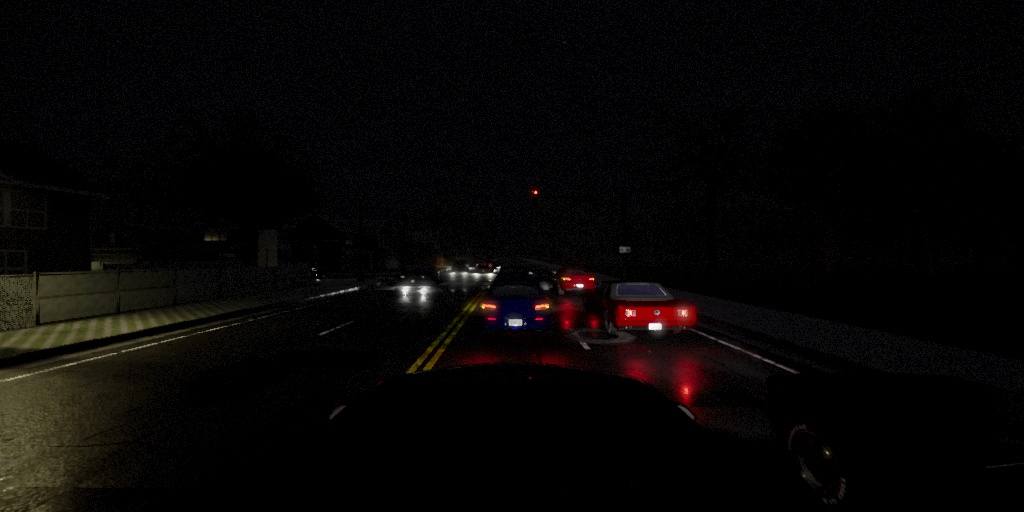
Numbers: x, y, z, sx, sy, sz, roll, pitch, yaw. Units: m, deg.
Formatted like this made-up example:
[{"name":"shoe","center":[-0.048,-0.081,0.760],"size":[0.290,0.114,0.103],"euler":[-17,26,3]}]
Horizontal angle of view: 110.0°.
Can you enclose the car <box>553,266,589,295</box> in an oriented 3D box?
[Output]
[{"name":"car","center":[3.319,1.276,19.651],"size":[1.812,1.442,4.674],"euler":[0,0,0]}]

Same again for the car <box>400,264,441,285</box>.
[{"name":"car","center":[-6.587,1.298,26.425],"size":[2.033,1.411,5.357],"euler":[0,0,0]}]

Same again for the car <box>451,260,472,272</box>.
[{"name":"car","center":[-6.572,1.245,45.811],"size":[1.837,1.490,4.892],"euler":[0,0,0]}]

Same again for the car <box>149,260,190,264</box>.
[{"name":"car","center":[-28.443,1.148,30.398],"size":[4.553,1.767,2.097],"euler":[0,0,0]}]

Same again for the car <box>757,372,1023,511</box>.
[{"name":"car","center":[3.348,1.351,1.375],"size":[1.895,1.301,4.718],"euler":[0,0,0]}]

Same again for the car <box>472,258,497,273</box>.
[{"name":"car","center":[-3.324,1.094,43.728],"size":[2.097,1.767,4.553],"euler":[0,0,0]}]

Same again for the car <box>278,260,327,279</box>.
[{"name":"car","center":[-18.198,1.131,30.372],"size":[4.553,1.767,2.097],"euler":[0,0,0]}]

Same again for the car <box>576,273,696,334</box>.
[{"name":"car","center":[3.340,1.351,10.543],"size":[1.895,1.301,4.718],"euler":[0,0,0]}]

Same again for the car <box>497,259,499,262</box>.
[{"name":"car","center":[-3.318,1.299,53.075],"size":[1.994,1.385,4.181],"euler":[0,0,0]}]

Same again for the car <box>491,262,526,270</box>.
[{"name":"car","center":[0.066,1.255,19.324],"size":[1.837,1.490,4.892],"euler":[0,0,0]}]

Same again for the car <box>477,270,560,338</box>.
[{"name":"car","center":[0.087,1.276,10.062],"size":[1.812,1.442,4.674],"euler":[0,0,0]}]
